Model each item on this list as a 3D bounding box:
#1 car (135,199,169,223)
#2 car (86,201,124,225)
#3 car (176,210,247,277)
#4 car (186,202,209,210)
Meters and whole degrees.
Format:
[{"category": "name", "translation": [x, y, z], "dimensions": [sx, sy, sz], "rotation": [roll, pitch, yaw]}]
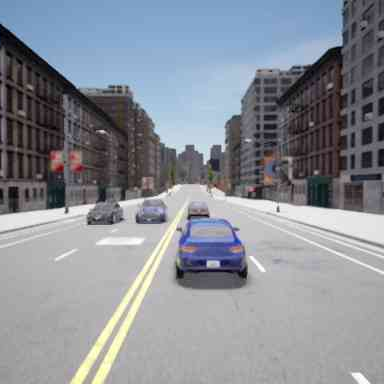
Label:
[{"category": "car", "translation": [-2.931, 1.315, 24.921], "dimensions": [2.097, 1.767, 4.553], "rotation": [0, 0, 0]}, {"category": "car", "translation": [-6.183, 1.467, 24.124], "dimensions": [1.837, 1.490, 4.892], "rotation": [0, 0, 0]}, {"category": "car", "translation": [0.499, 1.506, 10.030], "dimensions": [1.812, 1.442, 4.674], "rotation": [0, 0, 0]}, {"category": "car", "translation": [0.519, 1.509, 28.205], "dimensions": [2.033, 1.411, 5.357], "rotation": [0, 0, 0]}]
